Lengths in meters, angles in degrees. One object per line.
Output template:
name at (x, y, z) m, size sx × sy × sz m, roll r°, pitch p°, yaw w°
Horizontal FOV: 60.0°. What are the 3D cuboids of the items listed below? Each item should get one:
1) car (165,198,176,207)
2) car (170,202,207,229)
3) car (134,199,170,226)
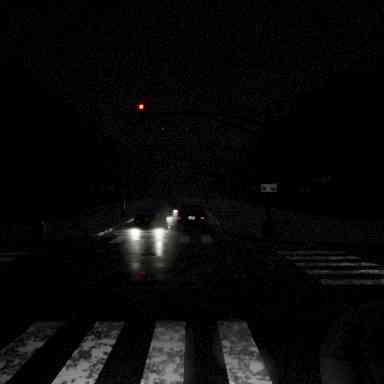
car at (-2.905, 1.498, 33.408) m, size 1.882 × 1.535 × 5.008 m, roll 0°, pitch 0°, yaw 0°
car at (-0.017, 1.559, 21.723) m, size 2.033 × 1.411 × 5.357 m, roll 0°, pitch 0°, yaw 2°
car at (-2.893, 1.492, 23.939) m, size 1.882 × 1.535 × 5.008 m, roll 0°, pitch 0°, yaw 0°
